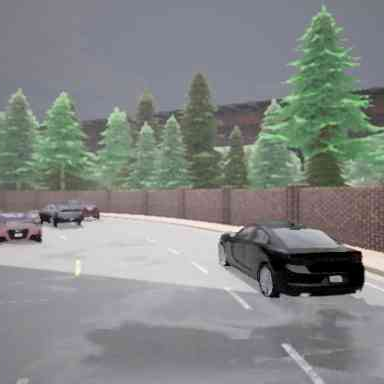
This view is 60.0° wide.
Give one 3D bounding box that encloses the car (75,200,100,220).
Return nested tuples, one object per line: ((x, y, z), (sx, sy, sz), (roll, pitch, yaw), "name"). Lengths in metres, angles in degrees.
((-9.831, 1.437, 28.389), (4.553, 1.767, 2.097), (0, 0, 43), "car")

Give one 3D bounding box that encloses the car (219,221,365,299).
((2.177, 1.502, 8.699), (1.882, 1.535, 5.008), (0, 0, -13), "car")

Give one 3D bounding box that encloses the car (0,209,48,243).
((-8.268, 1.612, 15.566), (1.994, 1.385, 4.181), (0, 0, -32), "car")

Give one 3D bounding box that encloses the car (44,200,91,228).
((-9.242, 1.558, 23.009), (2.128, 1.511, 4.902), (0, -1, -41), "car")
